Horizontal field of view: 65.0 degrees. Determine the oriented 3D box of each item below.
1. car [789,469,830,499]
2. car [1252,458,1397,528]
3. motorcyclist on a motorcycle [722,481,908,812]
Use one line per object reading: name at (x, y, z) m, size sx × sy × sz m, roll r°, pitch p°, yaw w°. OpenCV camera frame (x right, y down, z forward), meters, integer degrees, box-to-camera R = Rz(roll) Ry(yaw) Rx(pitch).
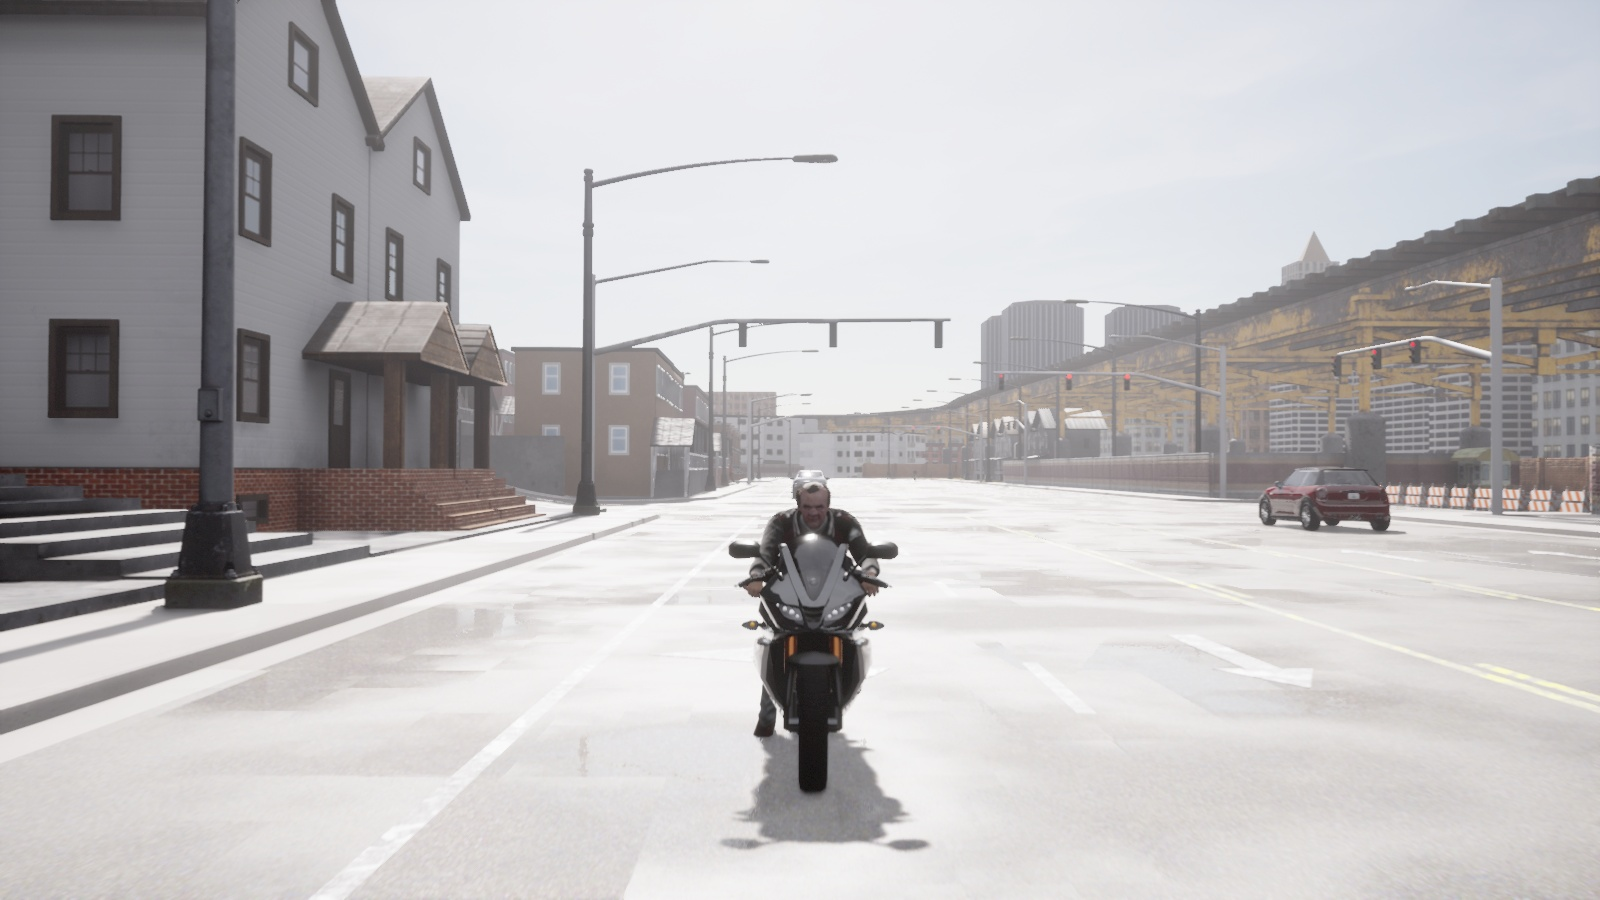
car at (0.543, 1.784, 66.914) m, size 2.128 × 1.511 × 4.902 m, roll 0°, pitch -1°, yaw 1°
car at (14.284, 1.138, 34.518) m, size 2.097 × 1.767 × 4.553 m, roll 0°, pitch -1°, yaw 0°
motorcyclist on a motorcycle at (0.079, 0.953, 7.015) m, size 0.866 × 1.530 × 2.191 m, roll 0°, pitch -1°, yaw 1°
